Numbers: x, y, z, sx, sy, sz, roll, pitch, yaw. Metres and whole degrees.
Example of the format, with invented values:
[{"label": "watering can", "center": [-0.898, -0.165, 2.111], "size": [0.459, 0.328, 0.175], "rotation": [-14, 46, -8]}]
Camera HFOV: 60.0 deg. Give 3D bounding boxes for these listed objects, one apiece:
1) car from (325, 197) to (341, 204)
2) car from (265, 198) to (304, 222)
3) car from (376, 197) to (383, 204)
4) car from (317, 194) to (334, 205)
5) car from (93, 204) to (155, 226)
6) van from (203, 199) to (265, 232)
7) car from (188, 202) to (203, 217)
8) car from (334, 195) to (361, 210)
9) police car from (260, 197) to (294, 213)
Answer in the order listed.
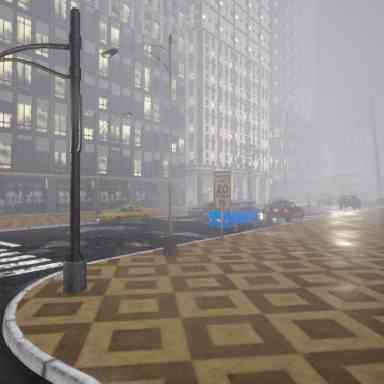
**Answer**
[{"label": "car", "center": [28.454, 1.625, 66.966], "size": [2.008, 1.369, 4.403], "rotation": [0, 0, 38]}, {"label": "car", "center": [7.593, 1.472, 26.864], "size": [1.967, 1.590, 4.097], "rotation": [0, 0, 38]}, {"label": "car", "center": [38.092, 1.658, 66.577], "size": [1.947, 1.339, 4.313], "rotation": [0, 0, 38]}, {"label": "car", "center": [25.066, 1.381, 62.554], "size": [2.192, 1.841, 5.009], "rotation": [0, 0, 38]}, {"label": "car", "center": [-4.755, 1.540, 23.935], "size": [1.752, 1.417, 4.829], "rotation": [0, 0, 38]}, {"label": "van", "center": [2.638, 1.368, 20.230], "size": [1.690, 1.788, 3.998], "rotation": [0, 0, 38]}, {"label": "car", "center": [1.344, 1.604, 31.665], "size": [1.802, 1.307, 4.206], "rotation": [0, 0, 38]}, {"label": "car", "center": [21.149, 1.369, 44.515], "size": [2.192, 1.841, 5.009], "rotation": [0, 0, 38]}, {"label": "police car", "center": [9.953, 1.459, 38.662], "size": [1.930, 1.638, 5.238], "rotation": [0, 0, 38]}]
